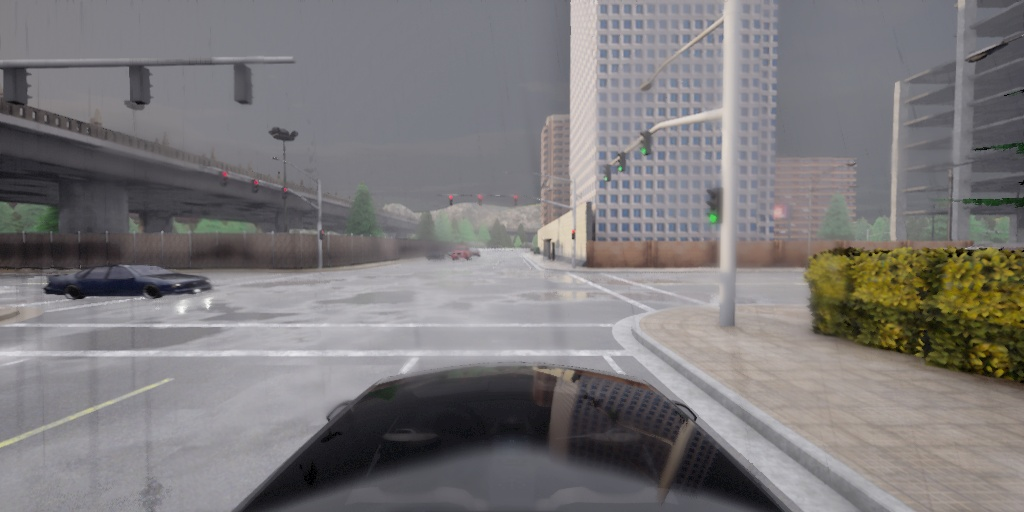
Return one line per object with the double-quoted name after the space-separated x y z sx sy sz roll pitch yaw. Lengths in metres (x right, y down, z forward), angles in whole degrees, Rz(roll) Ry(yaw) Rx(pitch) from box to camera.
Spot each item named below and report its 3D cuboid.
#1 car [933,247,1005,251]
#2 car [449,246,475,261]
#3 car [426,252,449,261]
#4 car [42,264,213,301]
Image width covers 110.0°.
26.739 0.481 21.772 5.566 2.045 2.150 0 2 0 "car"
-7.073 -0.367 50.919 2.150 2.045 5.566 0 1 0 "car"
-10.579 0.034 50.055 1.895 1.301 4.718 0 2 0 "car"
-15.478 1.028 14.589 5.357 1.411 2.033 0 2 0 "car"
